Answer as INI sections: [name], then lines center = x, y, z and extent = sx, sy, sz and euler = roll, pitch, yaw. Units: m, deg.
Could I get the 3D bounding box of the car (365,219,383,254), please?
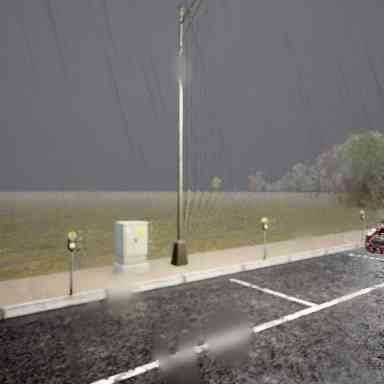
[car]
center = 7.888, 1.358, 11.722
extent = 4.097, 1.590, 1.967
euler = 0, 1, -36
